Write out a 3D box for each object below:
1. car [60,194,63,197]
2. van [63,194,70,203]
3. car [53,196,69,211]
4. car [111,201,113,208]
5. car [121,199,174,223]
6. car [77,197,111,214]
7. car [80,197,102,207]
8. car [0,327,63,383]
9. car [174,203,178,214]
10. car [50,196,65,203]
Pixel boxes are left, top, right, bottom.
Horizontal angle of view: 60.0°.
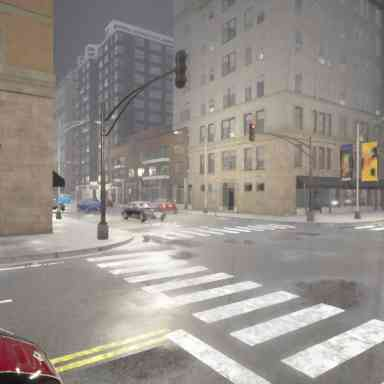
[{"bbox_3d":[-21.997,1.312,51.436,2.097,1.767,4.553,0,0,-35],"label":"car"},{"bbox_3d":[-25.213,1.328,65.390,1.690,1.788,3.998,0,0,-35],"label":"van"},{"bbox_3d":[-16.072,1.517,38.479,1.947,1.339,4.313,0,0,-35],"label":"car"},{"bbox_3d":[-12.651,1.560,47.556,1.802,1.307,4.206,0,0,-35],"label":"car"},{"bbox_3d":[-3.772,1.464,25.426,2.128,1.511,4.902,0,0,-35],"label":"car"},{"bbox_3d":[-10.713,1.440,35.280,1.882,1.535,5.008,0,0,-35],"label":"car"},{"bbox_3d":[-15.889,1.504,52.153,1.752,1.417,4.829,0,0,-35],"label":"car"},{"bbox_3d":[-2.864,1.352,1.426,4.553,1.767,2.097,0,0,-36],"label":"car"},{"bbox_3d":[-3.228,1.425,34.181,1.967,1.590,4.097,0,0,-35],"label":"car"},{"bbox_3d":[-28.354,1.556,69.848,1.947,1.339,4.313,0,0,-35],"label":"car"}]
